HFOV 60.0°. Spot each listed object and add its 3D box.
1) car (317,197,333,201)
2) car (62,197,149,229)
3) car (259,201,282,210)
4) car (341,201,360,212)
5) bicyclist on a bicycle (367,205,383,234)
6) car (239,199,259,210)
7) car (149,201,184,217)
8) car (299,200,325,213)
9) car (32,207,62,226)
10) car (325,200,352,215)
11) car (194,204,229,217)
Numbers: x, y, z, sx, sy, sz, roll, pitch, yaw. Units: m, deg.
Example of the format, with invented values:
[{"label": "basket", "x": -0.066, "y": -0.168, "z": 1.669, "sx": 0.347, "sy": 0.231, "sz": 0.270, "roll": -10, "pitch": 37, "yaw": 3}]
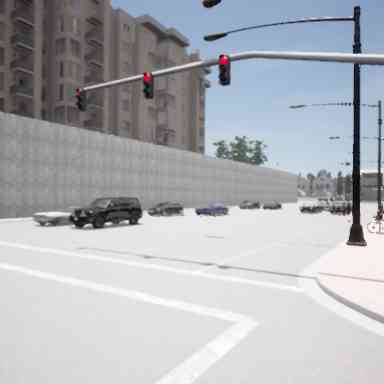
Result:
[{"label": "car", "x": 20.963, "y": 1.823, "z": 52.036, "sx": 2.150, "sy": 2.045, "sz": 5.566, "roll": 0, "pitch": -1, "yaw": 33}, {"label": "car", "x": -5.825, "y": 1.371, "z": 23.279, "sx": 2.150, "sy": 2.045, "sz": 5.566, "roll": 0, "pitch": -1, "yaw": 33}, {"label": "car", "x": 12.575, "y": 2.126, "z": 51.909, "sx": 1.994, "sy": 1.385, "sz": 4.181, "roll": 0, "pitch": -1, "yaw": 33}, {"label": "car", "x": 24.116, "y": 2.162, "z": 50.472, "sx": 2.033, "sy": 1.411, "sz": 5.357, "roll": 0, "pitch": -1, "yaw": 33}, {"label": "bicyclist on a bicycle", "x": 10.672, "y": 1.543, "z": 18.485, "sx": 1.656, "sy": 1.620, "sz": 0.582, "roll": 0, "pitch": -1, "yaw": 33}, {"label": "car", "x": 9.216, "y": 1.867, "z": 53.170, "sx": 2.097, "sy": 1.767, "sz": 4.553, "roll": 0, "pitch": 0, "yaw": 33}, {"label": "car", "x": -2.661, "y": 1.774, "z": 34.736, "sx": 1.837, "sy": 1.490, "sz": 4.892, "roll": 0, "pitch": -1, "yaw": 33}, {"label": "car", "x": 15.496, "y": 2.087, "z": 43.394, "sx": 1.895, "sy": 1.301, "sz": 4.718, "roll": 0, "pitch": -1, "yaw": 33}, {"label": "car", "x": -9.170, "y": 1.734, "z": 24.552, "sx": 1.895, "sy": 1.301, "sz": 4.718, "roll": 0, "pitch": -1, "yaw": 32}, {"label": "car", "x": 18.627, "y": 2.046, "z": 41.792, "sx": 2.033, "sy": 1.411, "sz": 5.357, "roll": 0, "pitch": -1, "yaw": 33}, {"label": "car", "x": 2.187, "y": 1.917, "z": 35.823, "sx": 1.895, "sy": 1.301, "sz": 4.718, "roll": 0, "pitch": -1, "yaw": 33}]
